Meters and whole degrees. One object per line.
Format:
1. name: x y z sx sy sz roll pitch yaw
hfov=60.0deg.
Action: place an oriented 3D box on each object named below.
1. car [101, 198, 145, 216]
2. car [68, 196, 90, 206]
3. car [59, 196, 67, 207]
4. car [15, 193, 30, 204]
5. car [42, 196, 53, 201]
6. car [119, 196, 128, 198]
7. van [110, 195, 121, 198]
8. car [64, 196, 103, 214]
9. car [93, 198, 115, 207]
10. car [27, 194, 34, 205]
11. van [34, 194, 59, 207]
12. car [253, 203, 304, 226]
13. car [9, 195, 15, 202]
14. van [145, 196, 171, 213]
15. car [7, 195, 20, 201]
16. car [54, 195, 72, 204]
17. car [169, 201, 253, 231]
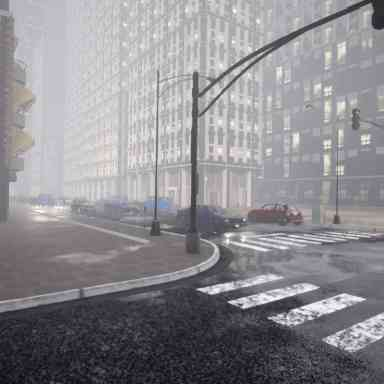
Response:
1. car: -6.690 1.532 31.634 1.895 1.301 4.718 1 -1 -35
2. car: -18.233 1.457 53.584 2.128 1.511 4.902 1 -1 -35
3. car: -18.560 1.434 48.642 1.812 1.442 4.674 1 -1 -35
4. car: -30.282 1.155 60.647 2.192 1.841 5.009 1 -1 -35
5. car: -36.446 1.570 83.941 1.802 1.307 4.206 1 -1 -35
6. car: -7.174 1.584 42.378 2.008 1.369 4.403 1 -1 -35
7. van: -10.422 1.368 46.998 1.690 1.788 3.998 1 -1 -35
8. car: -10.772 1.427 32.935 2.008 1.369 4.403 1 -1 -35
9. car: -13.679 1.586 51.614 1.947 1.339 4.313 1 -1 -35
10. car: -23.782 1.432 51.408 1.802 1.307 4.206 1 -1 -35
11. van: -20.525 1.197 46.792 1.690 1.788 3.998 1 -1 -35
12. car: 5.838 1.505 23.906 1.967 1.590 4.097 1 -1 -35
13. car: -36.791 1.397 69.881 1.947 1.339 4.313 1 -1 -35
14. van: -3.918 1.382 37.761 1.690 1.788 3.998 1 -1 -35
15. car: -40.043 1.378 74.499 2.008 1.369 4.403 1 -1 -35
16. car: -24.015 1.434 61.795 1.882 1.535 5.008 1 -1 -35
17. car: 0.996 1.498 20.729 2.033 1.411 5.357 1 -1 -35
